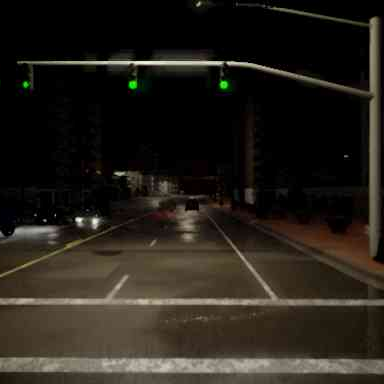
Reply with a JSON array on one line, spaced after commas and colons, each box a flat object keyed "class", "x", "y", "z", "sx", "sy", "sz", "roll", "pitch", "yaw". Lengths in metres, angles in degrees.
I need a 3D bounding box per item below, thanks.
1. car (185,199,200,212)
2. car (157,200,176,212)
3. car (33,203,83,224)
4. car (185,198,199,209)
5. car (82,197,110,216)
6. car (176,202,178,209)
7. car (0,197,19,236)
[{"class": "car", "x": 0.008, "y": 1.902, "z": 45.448, "sx": 1.882, "sy": 1.535, "sz": 5.008, "roll": 0, "pitch": -1, "yaw": 0}, {"class": "car", "x": -3.498, "y": 1.934, "z": 44.453, "sx": 1.812, "sy": 1.442, "sz": 4.674, "roll": 0, "pitch": -1, "yaw": 0}, {"class": "car", "x": -10.548, "y": 1.769, "z": 26.113, "sx": 1.895, "sy": 1.301, "sz": 4.718, "roll": 0, "pitch": -1, "yaw": 1}, {"class": "car", "x": 0.003, "y": 1.907, "z": 55.674, "sx": 2.097, "sy": 1.767, "sz": 4.553, "roll": 0, "pitch": -1, "yaw": 0}, {"class": "car", "x": -10.507, "y": 1.521, "z": 36.328, "sx": 2.150, "sy": 2.045, "sz": 5.566, "roll": 0, "pitch": -1, "yaw": 0}, {"class": "car", "x": -3.497, "y": 2.042, "z": 54.454, "sx": 1.837, "sy": 1.490, "sz": 4.892, "roll": 0, "pitch": -1, "yaw": 0}, {"class": "car", "x": -10.569, "y": 1.285, "z": 16.045, "sx": 2.150, "sy": 2.045, "sz": 5.566, "roll": 0, "pitch": 0, "yaw": 0}]
